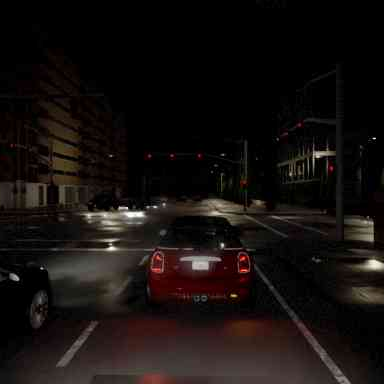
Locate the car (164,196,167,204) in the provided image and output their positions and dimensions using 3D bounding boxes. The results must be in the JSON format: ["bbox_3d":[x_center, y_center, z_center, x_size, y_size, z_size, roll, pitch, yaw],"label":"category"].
[{"bbox_3d":[-6.007,1.526,65.831,1.812,1.442,4.674,0,0,2],"label":"car"}]

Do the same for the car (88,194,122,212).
[{"bbox_3d":[-10.423,1.222,39.447,2.150,2.045,5.566,0,0,5],"label":"car"}]

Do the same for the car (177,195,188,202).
[{"bbox_3d":[-2.228,1.524,73.881,2.128,1.511,4.902,0,0,2],"label":"car"}]

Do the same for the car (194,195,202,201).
[{"bbox_3d":[1.576,1.478,84.013,1.882,1.535,5.008,0,0,2],"label":"car"}]

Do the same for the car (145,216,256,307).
[{"bbox_3d":[0.223,1.352,8.139,2.097,1.767,4.553,0,0,2],"label":"car"}]

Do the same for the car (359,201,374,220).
[{"bbox_3d":[16.702,1.603,26.497,5.357,1.411,2.033,0,0,1],"label":"car"}]

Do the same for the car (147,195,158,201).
[{"bbox_3d":[-9.116,1.347,77.816,1.994,1.385,4.181,0,0,2],"label":"car"}]

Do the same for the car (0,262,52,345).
[{"bbox_3d":[-3.395,1.492,3.911,2.128,1.511,4.902,0,0,1],"label":"car"}]

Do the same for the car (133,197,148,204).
[{"bbox_3d":[-9.628,1.601,62.661,1.895,1.301,4.718,0,0,2],"label":"car"}]

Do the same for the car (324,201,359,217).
[{"bbox_3d":[14.516,1.547,30.045,4.902,1.511,2.128,0,0,1],"label":"car"}]

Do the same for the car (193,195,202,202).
[{"bbox_3d":[1.271,1.478,73.859,1.882,1.535,5.008,0,0,2],"label":"car"}]

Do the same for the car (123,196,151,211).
[{"bbox_3d":[-6.623,1.492,40.515,2.128,1.511,4.902,0,0,-1],"label":"car"}]

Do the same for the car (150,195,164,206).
[{"bbox_3d":[-6.393,1.548,54.709,2.033,1.411,5.357,0,0,2],"label":"car"}]

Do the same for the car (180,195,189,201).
[{"bbox_3d":[-1.927,1.540,83.967,2.033,1.411,5.357,0,0,2],"label":"car"}]
